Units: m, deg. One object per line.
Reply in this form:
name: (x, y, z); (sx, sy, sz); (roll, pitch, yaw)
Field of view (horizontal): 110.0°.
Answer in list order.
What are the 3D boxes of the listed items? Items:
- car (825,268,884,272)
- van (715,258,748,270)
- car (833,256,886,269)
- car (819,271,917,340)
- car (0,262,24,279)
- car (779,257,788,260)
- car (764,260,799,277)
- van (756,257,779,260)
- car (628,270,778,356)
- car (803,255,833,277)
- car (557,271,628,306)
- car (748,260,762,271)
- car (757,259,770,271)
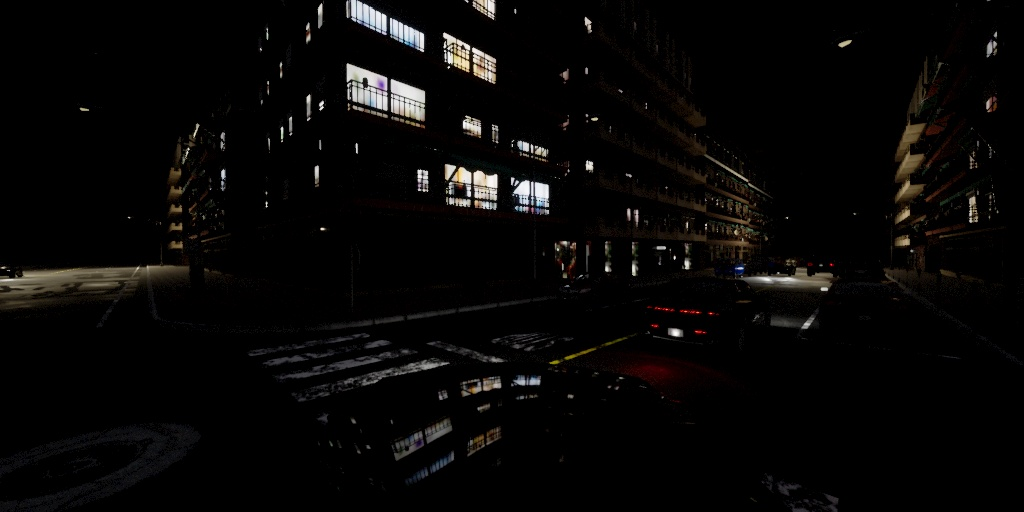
car: (13.391, 1.307, 13.681); (1.948, 1.339, 4.313); (0, 0, 44)
van: (19.232, 1.067, 31.717); (1.690, 1.789, 3.998); (0, 0, 44)
car: (21.268, 1.051, 21.819); (2.192, 1.841, 5.009); (0, 0, 44)
car: (9.689, 1.290, 9.857); (1.888, 1.381, 4.507); (0, 0, 44)
car: (-45.468, 1.273, 31.919); (4.674, 1.442, 1.812); (0, 1, 44)
car: (34.958, 1.034, 48.025); (2.192, 1.841, 5.009); (0, 0, 44)
car: (27.197, 1.326, 36.123); (1.895, 1.301, 4.718); (0, 0, 44)
van: (31.039, 1.061, 43.936); (1.690, 1.789, 3.998); (0, 0, 44)
car: (4.891, 1.249, 8.765); (1.837, 1.490, 4.892); (0, 0, 44)
car: (30.324, 0.949, 34.891); (2.150, 2.045, 5.566); (0, 0, 45)
car: (3.693, 1.319, 15.665); (1.802, 1.307, 4.207); (0, 0, 44)
car: (23.171, 1.306, 35.786); (1.802, 1.307, 4.207); (0, 0, 44)
car: (27.108, 1.304, 39.858); (1.802, 1.307, 4.207); (0, 0, 44)
